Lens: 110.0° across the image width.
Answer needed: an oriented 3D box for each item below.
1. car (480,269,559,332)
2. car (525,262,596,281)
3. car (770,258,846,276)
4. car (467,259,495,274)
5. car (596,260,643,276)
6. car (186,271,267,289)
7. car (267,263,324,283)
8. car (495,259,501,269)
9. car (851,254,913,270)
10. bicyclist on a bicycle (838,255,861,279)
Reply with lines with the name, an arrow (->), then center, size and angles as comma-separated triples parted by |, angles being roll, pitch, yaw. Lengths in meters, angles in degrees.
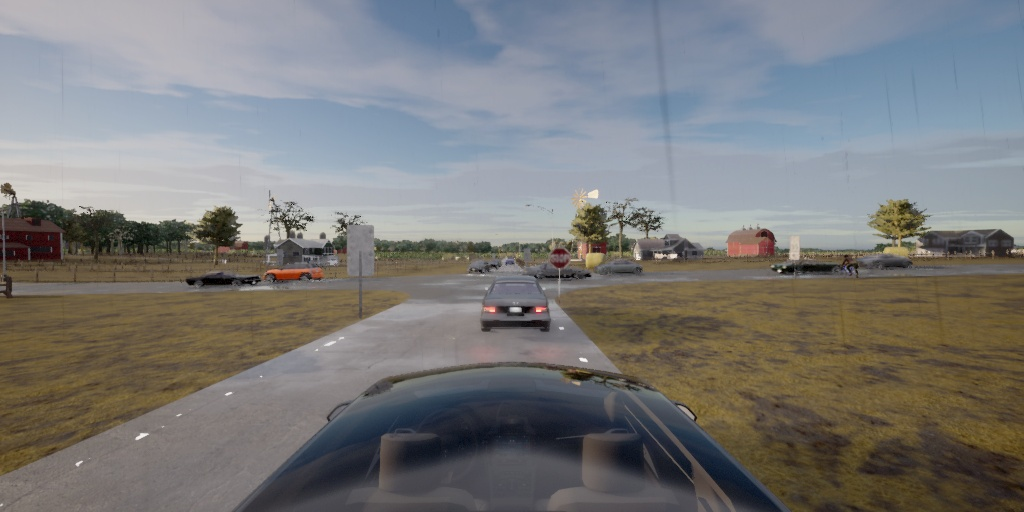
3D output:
car -> 0.100, 1.295, 10.835 | 2.033, 1.411, 5.357 | 0, 0, 0
car -> 3.520, 1.191, 28.197 | 5.357, 1.411, 2.033 | -1, 1, 0
car -> 23.239, 0.821, 28.211 | 4.718, 1.301, 1.895 | -1, 1, 0
car -> -3.692, 1.261, 41.323 | 1.837, 1.490, 4.892 | 0, 0, 11
car -> 9.381, 1.023, 31.876 | 4.181, 1.385, 1.994 | -1, 1, 0
car -> -22.452, 1.804, 28.102 | 4.718, 1.301, 1.895 | -1, 1, 0
car -> -19.374, 1.419, 31.806 | 4.553, 1.767, 2.097 | -1, 1, 0
car -> -3.087, 1.369, 53.457 | 1.895, 1.301, 4.718 | 0, 0, 0
car -> 32.823, 0.486, 31.930 | 4.181, 1.385, 1.994 | -1, 1, 0
bicyclist on a bicycle -> 22.825, 0.745, 24.314 | 0.582, 1.620, 1.656 | -1, 0, 0
